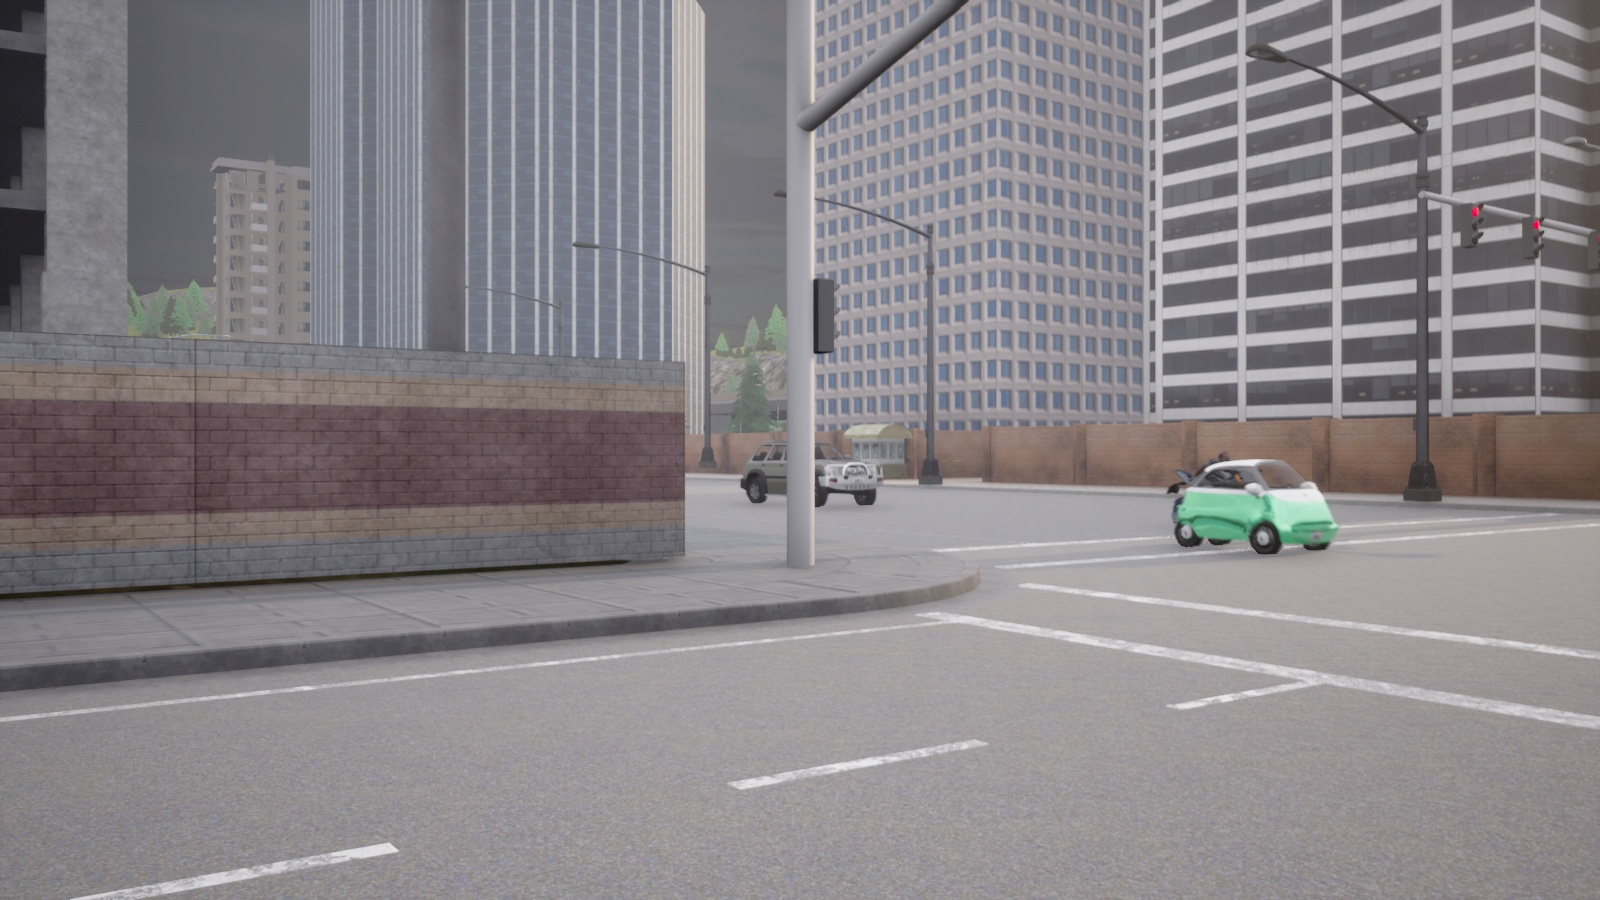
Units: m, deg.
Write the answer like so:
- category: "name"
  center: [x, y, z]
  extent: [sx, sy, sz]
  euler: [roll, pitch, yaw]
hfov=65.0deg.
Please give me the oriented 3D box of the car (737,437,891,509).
- category: "car"
  center: [0.314, 0.606, 34.607]
  extent: [1.932, 1.855, 4.605]
  euler: [0, 0, -35]

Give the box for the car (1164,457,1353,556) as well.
- category: "car"
  center: [6.868, 0.799, 18.910]
  extent: [1.481, 1.376, 2.207]
  euler: [0, 0, -35]

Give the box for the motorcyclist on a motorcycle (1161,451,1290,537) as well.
- category: "motorcyclist on a motorcycle"
  center: [7.937, 0.781, 23.530]
  extent: [0.866, 1.530, 2.191]
  euler: [0, 0, -35]
